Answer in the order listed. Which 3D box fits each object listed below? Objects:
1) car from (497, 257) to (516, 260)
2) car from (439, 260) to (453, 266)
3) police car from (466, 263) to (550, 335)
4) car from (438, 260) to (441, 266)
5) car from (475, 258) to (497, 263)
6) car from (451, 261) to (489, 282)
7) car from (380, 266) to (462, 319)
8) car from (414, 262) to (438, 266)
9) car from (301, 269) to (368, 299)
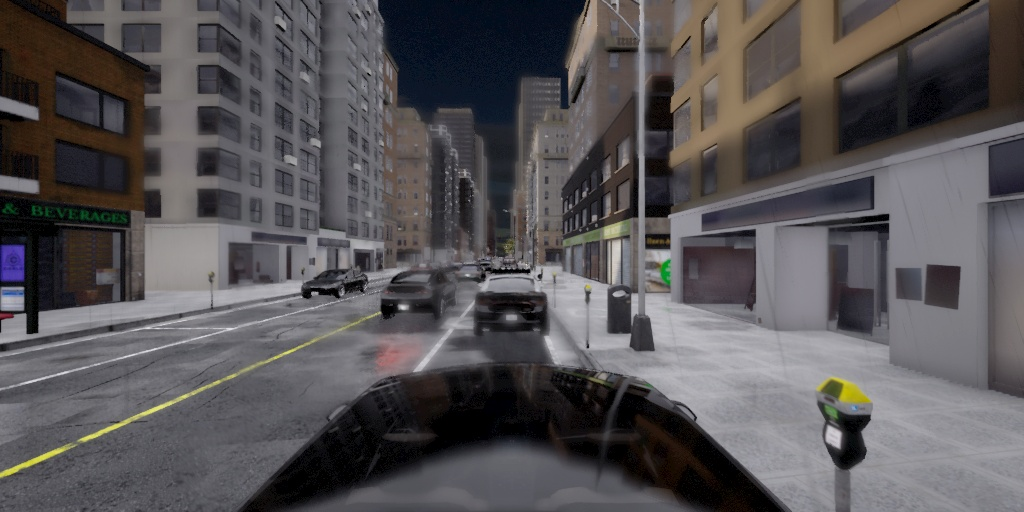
[{"bbox_3d":[-0.270,1.065,40.308,2.192,1.841,5.009,0,0,0],"label":"car"},{"bbox_3d":[-6.206,1.351,38.744,1.895,1.301,4.718,0,0,0],"label":"car"},{"bbox_3d":[-0.008,1.175,10.608,1.930,1.638,5.238,0,0,0],"label":"police car"},{"bbox_3d":[-8.796,1.316,40.305,1.948,1.339,4.313,0,0,0],"label":"car"},{"bbox_3d":[-3.047,1.255,42.297,1.837,1.490,4.892,0,0,0],"label":"car"},{"bbox_3d":[-3.054,1.313,26.959,1.994,1.385,4.181,0,0,0],"label":"car"},{"bbox_3d":[-3.140,1.254,12.846,1.837,1.490,4.892,0,0,0],"label":"car"},{"bbox_3d":[-8.799,1.332,34.780,1.802,1.307,4.207,0,0,0],"label":"car"},{"bbox_3d":[-8.806,1.316,18.204,1.948,1.339,4.313,0,0,0],"label":"car"}]
